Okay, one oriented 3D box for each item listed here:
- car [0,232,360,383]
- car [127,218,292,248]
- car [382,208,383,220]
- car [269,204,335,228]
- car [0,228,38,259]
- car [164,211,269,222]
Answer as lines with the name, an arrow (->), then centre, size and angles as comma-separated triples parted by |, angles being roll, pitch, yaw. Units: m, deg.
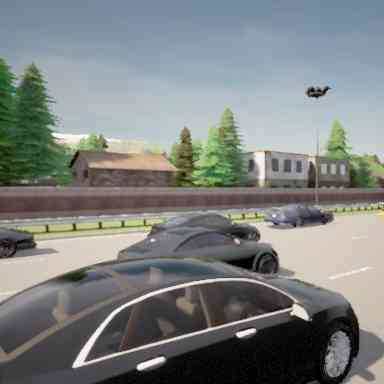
car -> -0.038, 1.498, 3.719 | 4.892, 1.490, 1.837 | 0, 0, -36
car -> 0.254, 1.548, 8.227 | 4.181, 1.385, 1.994 | 0, 0, -36
car -> 15.172, 1.392, 23.167 | 5.008, 1.535, 1.882 | 0, 0, -36
car -> 7.047, 1.486, 21.670 | 5.357, 1.411, 2.033 | 0, 0, -35
car -> -8.082, 1.549, 10.872 | 5.357, 1.411, 2.033 | 0, 0, -35
car -> 0.573, 1.500, 12.753 | 4.674, 1.442, 1.812 | 0, 0, -36
